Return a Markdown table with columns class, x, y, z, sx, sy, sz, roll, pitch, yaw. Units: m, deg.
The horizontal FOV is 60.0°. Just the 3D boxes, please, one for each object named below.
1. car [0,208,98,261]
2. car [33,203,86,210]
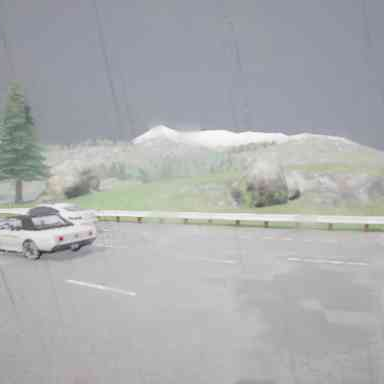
| class | x | y | z | sx | sy | sz | roll | pitch | yaw |
| --- | --- | --- | --- | --- | --- | --- | --- | --- | --- |
| car | -5.636 | 1.399 | 11.284 | 4.718 | 1.301 | 1.895 | 0 | 1 | 26 |
| car | -6.560 | 1.235 | 15.504 | 4.674 | 1.442 | 1.812 | 0 | 1 | 24 |
